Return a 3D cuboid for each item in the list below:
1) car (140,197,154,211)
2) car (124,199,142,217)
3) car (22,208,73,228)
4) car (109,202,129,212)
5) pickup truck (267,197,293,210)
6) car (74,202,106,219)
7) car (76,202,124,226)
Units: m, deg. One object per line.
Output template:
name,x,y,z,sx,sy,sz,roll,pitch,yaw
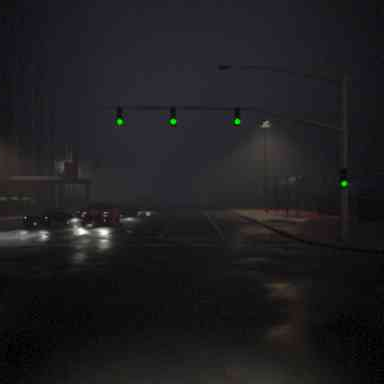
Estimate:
car,-7.059,1.774,50.512,2.150,2.045,5.566,0,-1,0
car,-7.099,1.877,36.487,1.882,1.535,5.008,0,-1,0
car,-10.601,1.873,24.718,1.895,1.301,4.718,0,-1,0
car,-10.564,2.134,48.703,1.895,1.301,4.718,0,-1,0
pickup truck,13.118,1.595,49.156,2.390,2.098,6.274,0,-1,31
car,-10.598,1.889,34.981,1.837,1.490,4.892,0,-1,0
car,-7.100,1.639,26.140,2.097,1.767,4.553,0,-1,0
